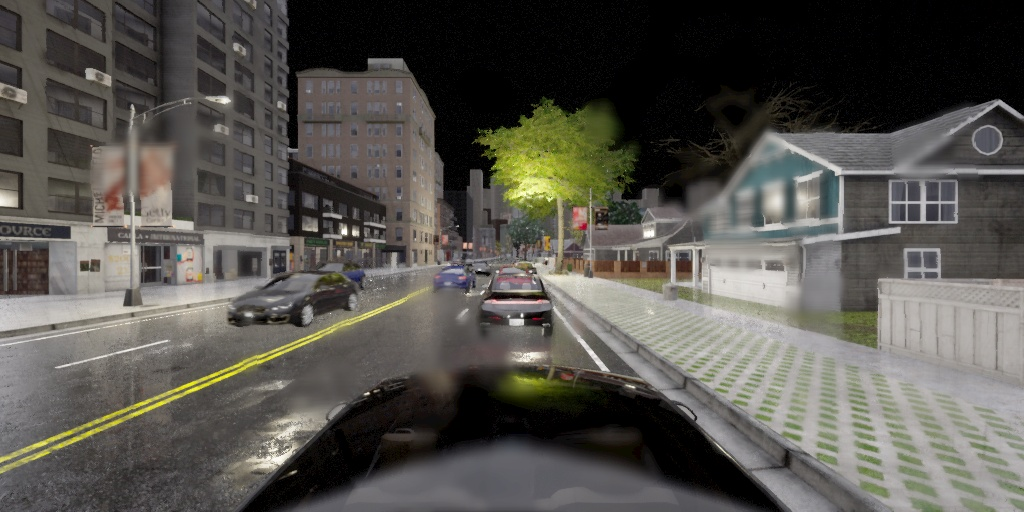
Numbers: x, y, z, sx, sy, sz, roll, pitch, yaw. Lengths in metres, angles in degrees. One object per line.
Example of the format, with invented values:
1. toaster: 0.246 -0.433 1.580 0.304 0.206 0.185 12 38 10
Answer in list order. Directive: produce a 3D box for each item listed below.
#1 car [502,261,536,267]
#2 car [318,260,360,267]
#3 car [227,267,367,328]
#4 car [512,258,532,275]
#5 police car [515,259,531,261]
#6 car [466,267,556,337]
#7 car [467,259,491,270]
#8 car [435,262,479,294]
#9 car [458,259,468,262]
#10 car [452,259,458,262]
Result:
1. car: 0.120 1.219 19.800 1.882 1.535 5.008 0 0 0
2. car: -9.830 1.093 19.852 2.097 1.767 4.553 0 0 0
3. car: -6.588 1.252 11.443 1.837 1.490 4.892 0 0 0
4. car: 1.016 1.068 39.389 2.097 1.767 4.553 0 0 0
5. police car: 1.006 1.155 29.529 1.930 1.638 5.238 0 0 0
6. car: 0.112 1.239 10.296 2.128 1.511 4.902 0 0 0
7. car: -3.111 1.284 36.537 1.994 1.385 4.181 0 0 0
8. car: -3.128 1.266 20.298 1.812 1.442 4.674 0 0 0
9. car: -6.537 1.173 55.012 1.882 1.535 5.008 0 0 0
10. car: -9.728 1.247 64.046 1.994 1.385 4.181 0 0 1
